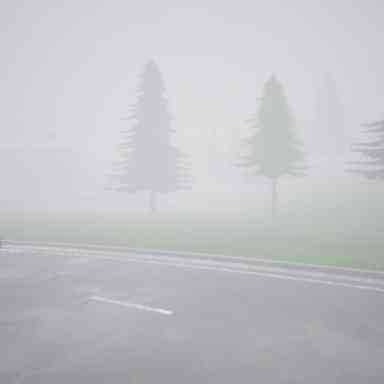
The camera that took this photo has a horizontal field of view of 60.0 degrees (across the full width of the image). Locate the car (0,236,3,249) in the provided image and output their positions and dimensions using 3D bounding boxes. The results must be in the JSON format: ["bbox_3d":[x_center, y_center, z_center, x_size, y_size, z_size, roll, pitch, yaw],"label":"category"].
[{"bbox_3d":[-9.015,1.639,12.003,4.181,1.385,1.994,-1,0,20],"label":"car"}]
